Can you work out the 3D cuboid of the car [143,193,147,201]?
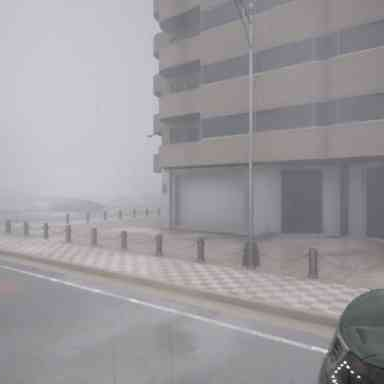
[{"bbox_3d":[-9.591,1.166,76.199,1.905,1.878,3.866,0,0,35],"label":"car"}]

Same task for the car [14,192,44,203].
[{"bbox_3d":[-35.724,1.146,73.103,1.932,1.855,4.605,0,0,35],"label":"car"}]

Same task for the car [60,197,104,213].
[{"bbox_3d":[-11.981,1.592,37.209,1.994,1.385,4.181,0,0,35],"label":"car"}]

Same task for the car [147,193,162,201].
[{"bbox_3d":[-7.254,1.166,74.490,1.932,1.855,4.605,0,0,35],"label":"car"}]

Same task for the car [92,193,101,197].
[{"bbox_3d":[-25.669,1.149,87.450,1.905,1.878,3.866,0,0,35],"label":"car"}]

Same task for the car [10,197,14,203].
[{"bbox_3d":[-38.058,1.354,74.821,1.784,1.438,3.905,0,0,35],"label":"car"}]

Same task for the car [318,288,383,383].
[{"bbox_3d":[3.516,1.218,1.499,5.566,2.045,2.150,-1,0,36],"label":"car"}]

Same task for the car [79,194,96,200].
[{"bbox_3d":[-28.032,1.386,89.124,1.970,1.475,3.806,0,0,35],"label":"car"}]

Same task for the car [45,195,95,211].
[{"bbox_3d":[-14.527,1.516,39.676,2.128,1.511,4.902,0,0,35],"label":"car"}]

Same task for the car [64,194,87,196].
[{"bbox_3d":[-21.847,1.403,63.462,1.970,1.475,3.806,0,0,35],"label":"car"}]
